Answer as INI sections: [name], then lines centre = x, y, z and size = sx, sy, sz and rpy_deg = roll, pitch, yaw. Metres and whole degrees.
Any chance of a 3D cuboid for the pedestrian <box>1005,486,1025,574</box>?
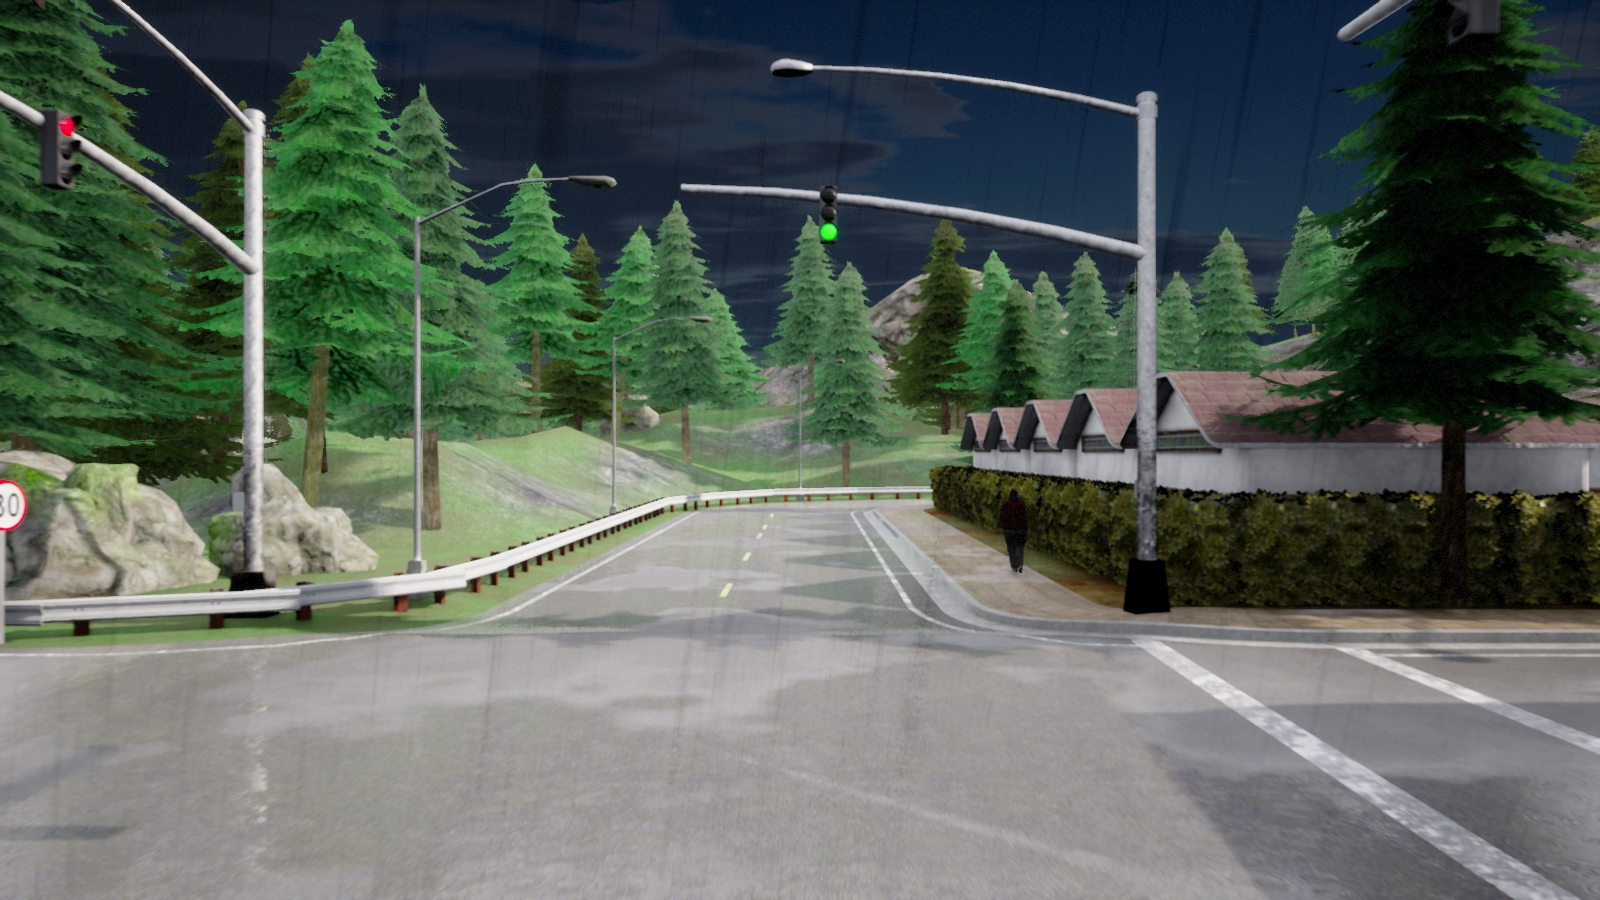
[pedestrian]
centre = 4.623, 1.711, 24.561
size = 0.375, 1.860, 0.375
rpy_deg = 0, 0, 1
